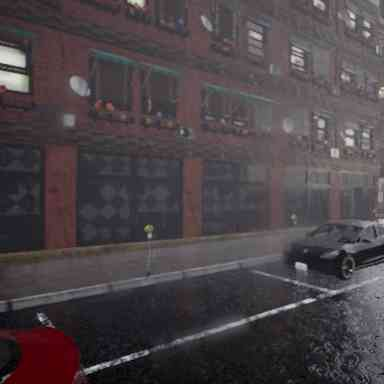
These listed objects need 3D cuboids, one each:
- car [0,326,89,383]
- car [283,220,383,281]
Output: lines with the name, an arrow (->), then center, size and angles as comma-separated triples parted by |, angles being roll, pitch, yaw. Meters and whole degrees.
car -> -2.767, 1.533, 1.398 | 4.674, 1.442, 1.812 | 0, 0, -35
car -> 4.588, 1.528, 9.820 | 4.313, 1.339, 1.947 | 0, 1, -35
